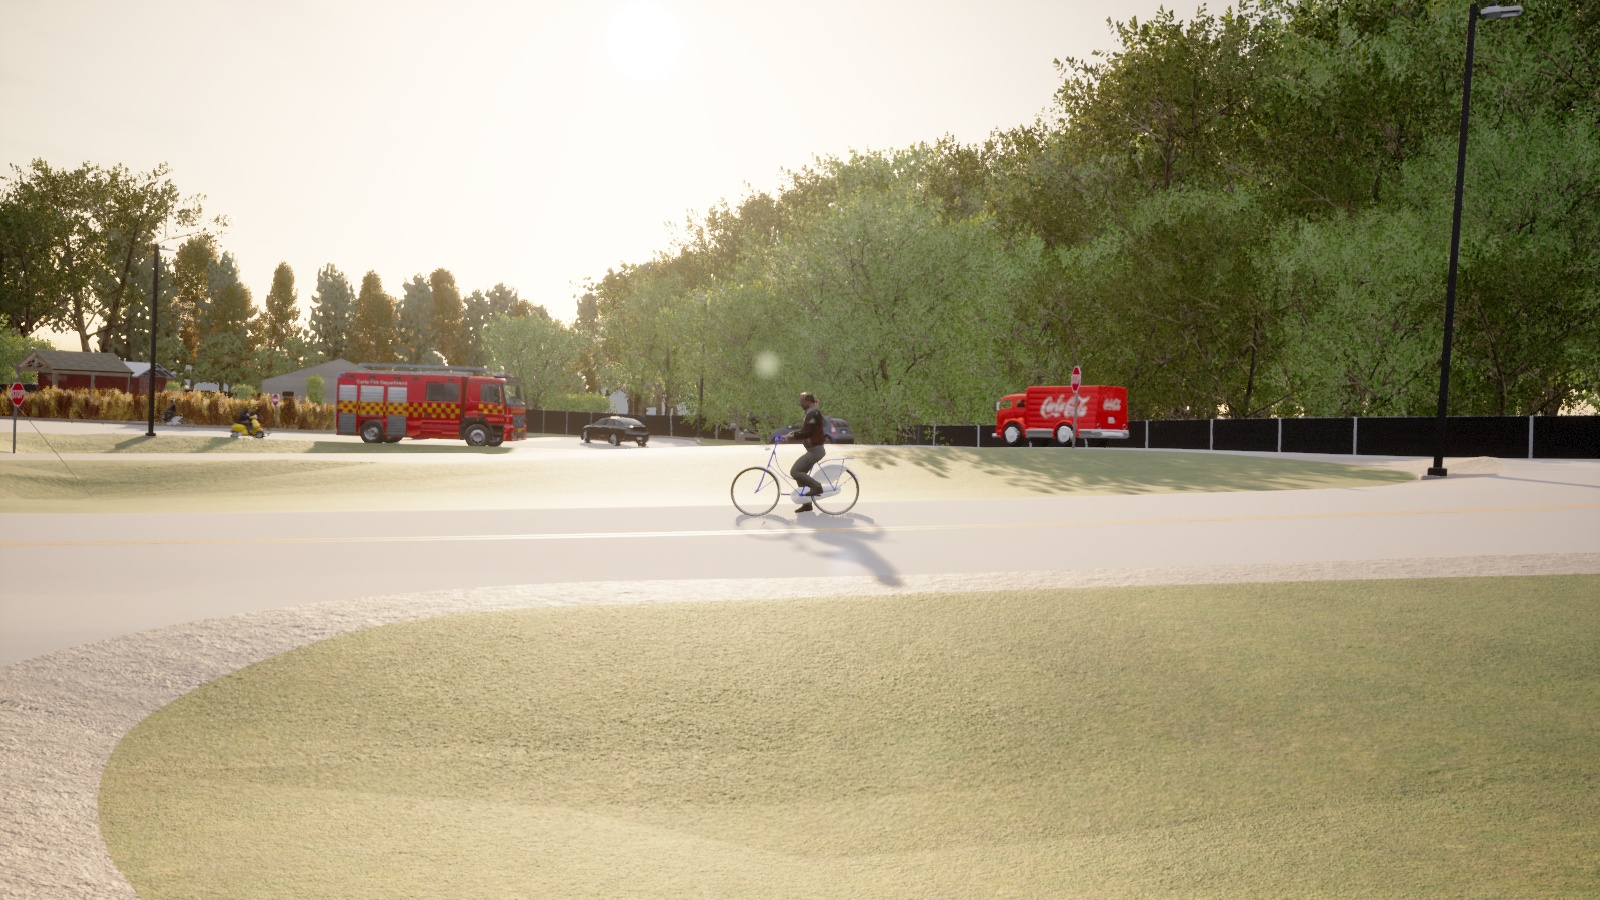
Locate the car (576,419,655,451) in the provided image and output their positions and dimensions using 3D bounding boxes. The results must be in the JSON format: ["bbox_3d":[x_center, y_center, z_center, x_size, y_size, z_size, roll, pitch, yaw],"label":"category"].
[{"bbox_3d":[-9.913,-0.827,67.029,1.837,1.490,4.892,-1,4,-40],"label":"car"}]

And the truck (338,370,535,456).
[{"bbox_3d":[-17.203,-1.784,59.741,8.468,3.827,2.891,1,2,4],"label":"truck"}]

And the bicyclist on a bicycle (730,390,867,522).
[{"bbox_3d":[-0.029,0.069,17.746,1.843,1.776,0.659,-2,3,-5],"label":"bicyclist on a bicycle"}]

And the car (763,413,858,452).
[{"bbox_3d":[0.481,-0.797,58.442,3.988,1.617,1.851,-2,0,35],"label":"car"}]

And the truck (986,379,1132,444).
[{"bbox_3d":[10.409,-1.507,50.723,2.627,2.467,5.204,-1,1,-44],"label":"truck"}]

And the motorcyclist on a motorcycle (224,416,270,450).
[{"bbox_3d":[-26.412,-0.815,60.014,1.817,1.590,0.866,1,1,11],"label":"motorcyclist on a motorcycle"}]
